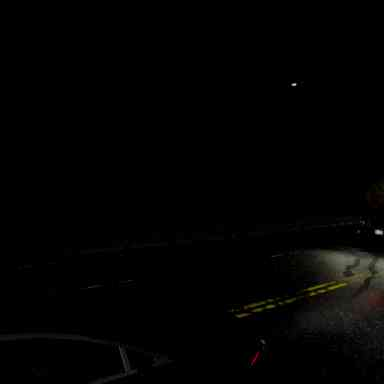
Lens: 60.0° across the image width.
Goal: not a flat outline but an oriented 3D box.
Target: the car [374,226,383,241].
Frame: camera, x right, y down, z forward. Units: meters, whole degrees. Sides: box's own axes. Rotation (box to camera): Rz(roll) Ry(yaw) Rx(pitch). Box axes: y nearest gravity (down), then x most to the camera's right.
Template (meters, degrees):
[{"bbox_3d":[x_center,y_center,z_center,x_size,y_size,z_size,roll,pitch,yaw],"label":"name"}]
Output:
[{"bbox_3d":[6.637,1.570,8.308,4.181,1.385,1.994,0,0,-37],"label":"car"}]

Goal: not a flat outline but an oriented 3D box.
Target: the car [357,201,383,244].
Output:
[{"bbox_3d":[9.576,1.233,14.704,5.566,2.045,2.150,0,0,-36],"label":"car"}]

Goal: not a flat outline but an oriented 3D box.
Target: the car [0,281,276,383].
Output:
[{"bbox_3d":[-1.434,1.492,2.440,4.902,1.511,2.128,0,0,-36],"label":"car"}]
